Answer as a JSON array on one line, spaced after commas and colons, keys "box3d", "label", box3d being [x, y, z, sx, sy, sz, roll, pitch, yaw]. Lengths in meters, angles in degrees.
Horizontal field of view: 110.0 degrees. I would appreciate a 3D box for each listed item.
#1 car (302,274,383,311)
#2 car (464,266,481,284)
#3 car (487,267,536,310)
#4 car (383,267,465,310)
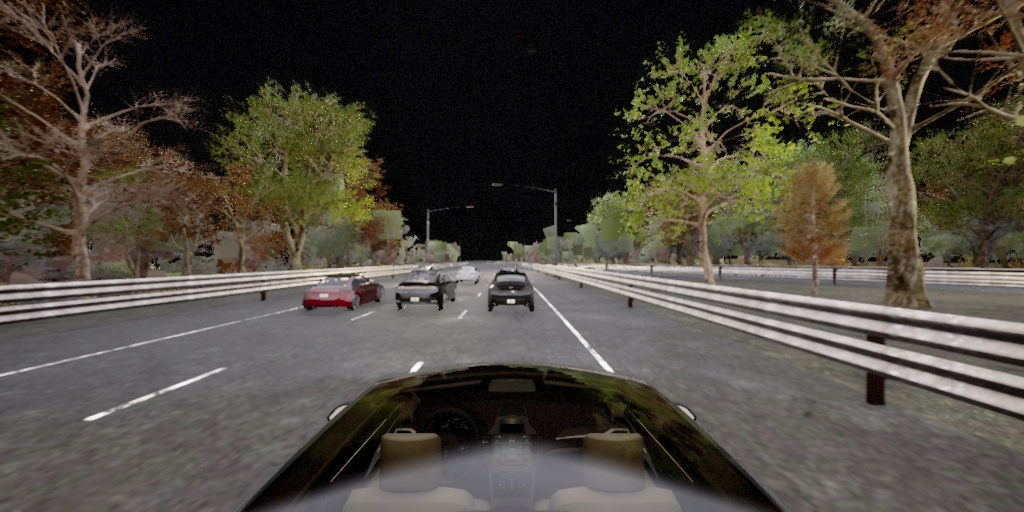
[{"box3d": [-7.039, 1.467, 15.421, 1.994, 1.385, 4.181, 0, -1, 0], "label": "car"}, {"box3d": [-3.759, 1.607, 30.936, 1.812, 1.442, 4.674, 0, 0, -1], "label": "car"}, {"box3d": [-0.040, 1.410, 15.502, 1.837, 1.490, 4.892, 0, 0, 0], "label": "car"}, {"box3d": [-3.541, 1.396, 15.489, 2.128, 1.511, 4.902, 0, 0, 0], "label": "car"}]
